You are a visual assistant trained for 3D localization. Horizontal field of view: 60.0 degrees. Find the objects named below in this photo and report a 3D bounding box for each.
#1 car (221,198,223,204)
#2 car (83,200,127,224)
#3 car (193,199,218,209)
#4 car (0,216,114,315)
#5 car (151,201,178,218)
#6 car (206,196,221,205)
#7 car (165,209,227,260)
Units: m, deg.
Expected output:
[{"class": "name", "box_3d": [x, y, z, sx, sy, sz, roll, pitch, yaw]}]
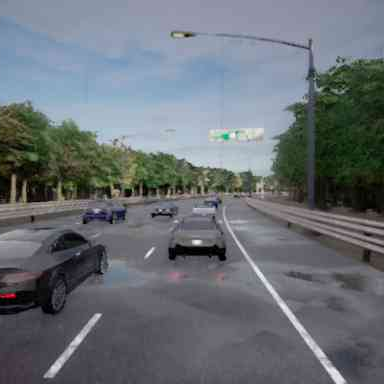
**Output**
[{"class": "car", "box_3d": [4.296, 1.460, 58.539, 1.837, 1.490, 4.892, 0, 0, 8]}, {"class": "car", "box_3d": [-6.136, 1.319, 23.948, 2.097, 1.767, 4.553, 0, 0, 3]}, {"class": "car", "box_3d": [1.108, 1.583, 29.249, 1.895, 1.301, 4.718, 0, 0, 4]}, {"class": "car", "box_3d": [-3.312, 1.513, 7.432, 1.812, 1.442, 4.674, 0, 0, 1]}, {"class": "car", "box_3d": [-2.339, 1.521, 29.364, 2.033, 1.411, 5.357, 0, 0, 5]}, {"class": "car", "box_3d": [2.563, 1.448, 44.779, 1.882, 1.535, 5.008, 0, 0, 6]}, {"class": "car", "box_3d": [0.227, 1.557, 12.521, 1.994, 1.385, 4.181, 0, 0, 2]}]
